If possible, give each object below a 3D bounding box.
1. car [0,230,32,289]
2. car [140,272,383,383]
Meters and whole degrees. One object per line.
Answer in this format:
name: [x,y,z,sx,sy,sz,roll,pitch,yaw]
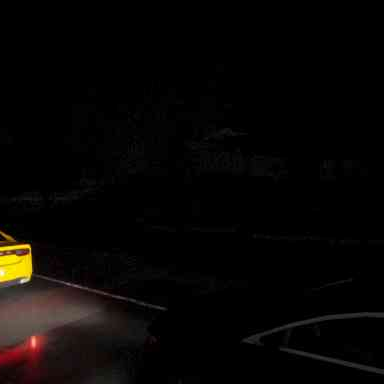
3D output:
car: [-5.888,1.468,8.038,5.008,1.535,1.882,0,0,35]
car: [1.711,1.492,2.787,4.902,1.511,2.128,0,0,35]
